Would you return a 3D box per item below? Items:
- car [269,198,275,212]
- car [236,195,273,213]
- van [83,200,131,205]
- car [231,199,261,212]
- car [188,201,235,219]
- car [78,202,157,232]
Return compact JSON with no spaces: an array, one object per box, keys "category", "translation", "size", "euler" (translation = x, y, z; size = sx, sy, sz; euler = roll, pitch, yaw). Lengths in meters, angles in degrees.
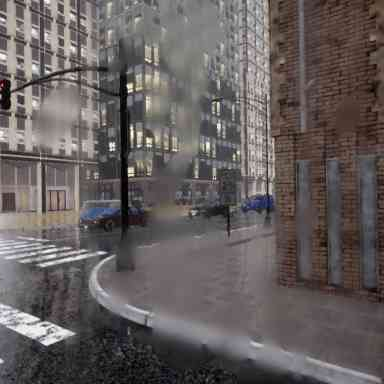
[{"category":"car","translation":[10.682,1.648,36.874],"size":[1.895,1.301,4.718],"euler":[-1,-1,36]},{"category":"car","translation":[7.662,1.330,38.145],"size":[2.150,2.045,5.566],"euler":[-1,-1,36]},{"category":"van","translation":[-6.029,1.460,23.499],"size":[1.690,1.788,3.998],"euler":[-2,-1,36]},{"category":"car","translation":[6.806,1.689,41.408],"size":[1.752,1.417,4.829],"euler":[-2,-1,36]},{"category":"car","translation":[1.570,1.578,29.651],"size":[2.128,1.511,4.902],"euler":[-1,-1,36]},{"category":"car","translation":[-4.512,1.614,21.164],"size":[2.033,1.411,5.357],"euler":[-1,-1,36]}]
